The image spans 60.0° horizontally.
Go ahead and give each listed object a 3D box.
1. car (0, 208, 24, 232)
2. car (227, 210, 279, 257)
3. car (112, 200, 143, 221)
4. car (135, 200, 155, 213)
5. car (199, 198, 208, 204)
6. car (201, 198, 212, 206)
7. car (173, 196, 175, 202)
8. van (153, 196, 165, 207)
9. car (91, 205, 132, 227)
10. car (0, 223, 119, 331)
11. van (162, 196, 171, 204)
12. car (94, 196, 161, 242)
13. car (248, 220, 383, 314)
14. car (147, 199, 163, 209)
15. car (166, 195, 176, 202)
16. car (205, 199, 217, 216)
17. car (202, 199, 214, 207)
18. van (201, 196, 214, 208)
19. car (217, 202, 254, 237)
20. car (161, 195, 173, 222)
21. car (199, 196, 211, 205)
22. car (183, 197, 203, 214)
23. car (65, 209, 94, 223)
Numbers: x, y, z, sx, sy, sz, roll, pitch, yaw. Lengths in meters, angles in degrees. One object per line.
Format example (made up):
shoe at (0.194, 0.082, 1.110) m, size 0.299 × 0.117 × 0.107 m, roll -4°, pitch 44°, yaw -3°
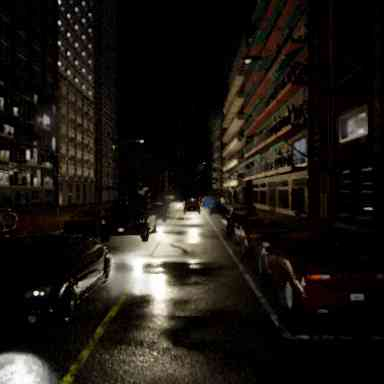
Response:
car at (-5.698, 1.354, 7.635) m, size 2.192 × 1.841 × 5.009 m, roll 0°, pitch 0°, yaw 0°
car at (2.683, 1.611, 13.161) m, size 1.887 × 1.381 × 4.507 m, roll 0°, pitch 0°, yaw 0°
car at (-5.700, 1.595, 29.745) m, size 1.967 × 1.590 × 4.097 m, roll 0°, pitch 0°, yaw 0°
car at (-5.700, 1.742, 40.629) m, size 1.752 × 1.417 × 4.829 m, roll 0°, pitch 0°, yaw 0°
car at (2.677, 2.016, 79.492) m, size 1.947 × 1.339 × 4.313 m, roll 0°, pitch 0°, yaw 0°
car at (2.678, 1.898, 62.910) m, size 2.008 × 1.369 × 4.403 m, roll 0°, pitch 0°, yaw 0°
car at (-5.704, 2.032, 79.492) m, size 1.802 × 1.307 × 4.206 m, roll 0°, pitch 0°, yaw 0°
van at (-5.703, 1.655, 57.383) m, size 1.690 × 1.788 × 3.998 m, roll 0°, pitch 0°, yaw 0°
car at (-5.698, 1.690, 24.217) m, size 1.947 × 1.339 × 4.313 m, roll 0°, pitch 0°, yaw 0°
car at (-3.086, 1.600, 6.973) m, size 1.994 × 1.385 × 4.181 m, roll 0°, pitch 0°, yaw 1°
van at (-5.705, 1.757, 73.965) m, size 1.690 × 1.788 × 3.998 m, roll 0°, pitch 0°, yaw 0°
car at (-3.084, 1.310, 17.258) m, size 2.150 × 2.045 × 5.566 m, roll 0°, pitch 0°, yaw 0°
car at (2.683, 1.584, 7.634) m, size 1.887 × 1.381 × 4.507 m, roll 0°, pitch 0°, yaw 0°
car at (-5.701, 1.826, 51.855) m, size 1.887 × 1.381 × 4.507 m, roll 0°, pitch 0°, yaw 0°
car at (-5.707, 1.838, 90.549) m, size 2.192 × 1.841 × 5.009 m, roll 0°, pitch 0°, yaw 0°
car at (2.680, 1.752, 35.272) m, size 1.947 × 1.339 × 4.313 m, roll 0°, pitch 0°, yaw 0°
car at (2.679, 1.859, 57.382) m, size 1.887 × 1.381 × 4.507 m, roll 0°, pitch 0°, yaw 0°
van at (2.678, 1.623, 51.856) m, size 1.690 × 1.788 × 3.998 m, roll 0°, pitch 0°, yaw 0°
car at (2.682, 1.535, 18.690) m, size 1.967 × 1.590 × 4.097 m, roll 0°, pitch 0°, yaw 0°
car at (-3.074, 1.367, 28.006) m, size 2.150 × 2.045 × 5.566 m, roll 0°, pitch 0°, yaw 1°
car at (2.675, 1.696, 68.439) m, size 2.192 × 1.841 × 5.009 m, roll 0°, pitch 0°, yaw 0°
car at (-0.005, 1.676, 37.518) m, size 1.882 × 1.535 × 5.008 m, roll 0°, pitch 0°, yaw 0°
car at (-5.698, 1.640, 18.689) m, size 1.887 × 1.381 × 4.507 m, roll 0°, pitch 0°, yaw 0°
